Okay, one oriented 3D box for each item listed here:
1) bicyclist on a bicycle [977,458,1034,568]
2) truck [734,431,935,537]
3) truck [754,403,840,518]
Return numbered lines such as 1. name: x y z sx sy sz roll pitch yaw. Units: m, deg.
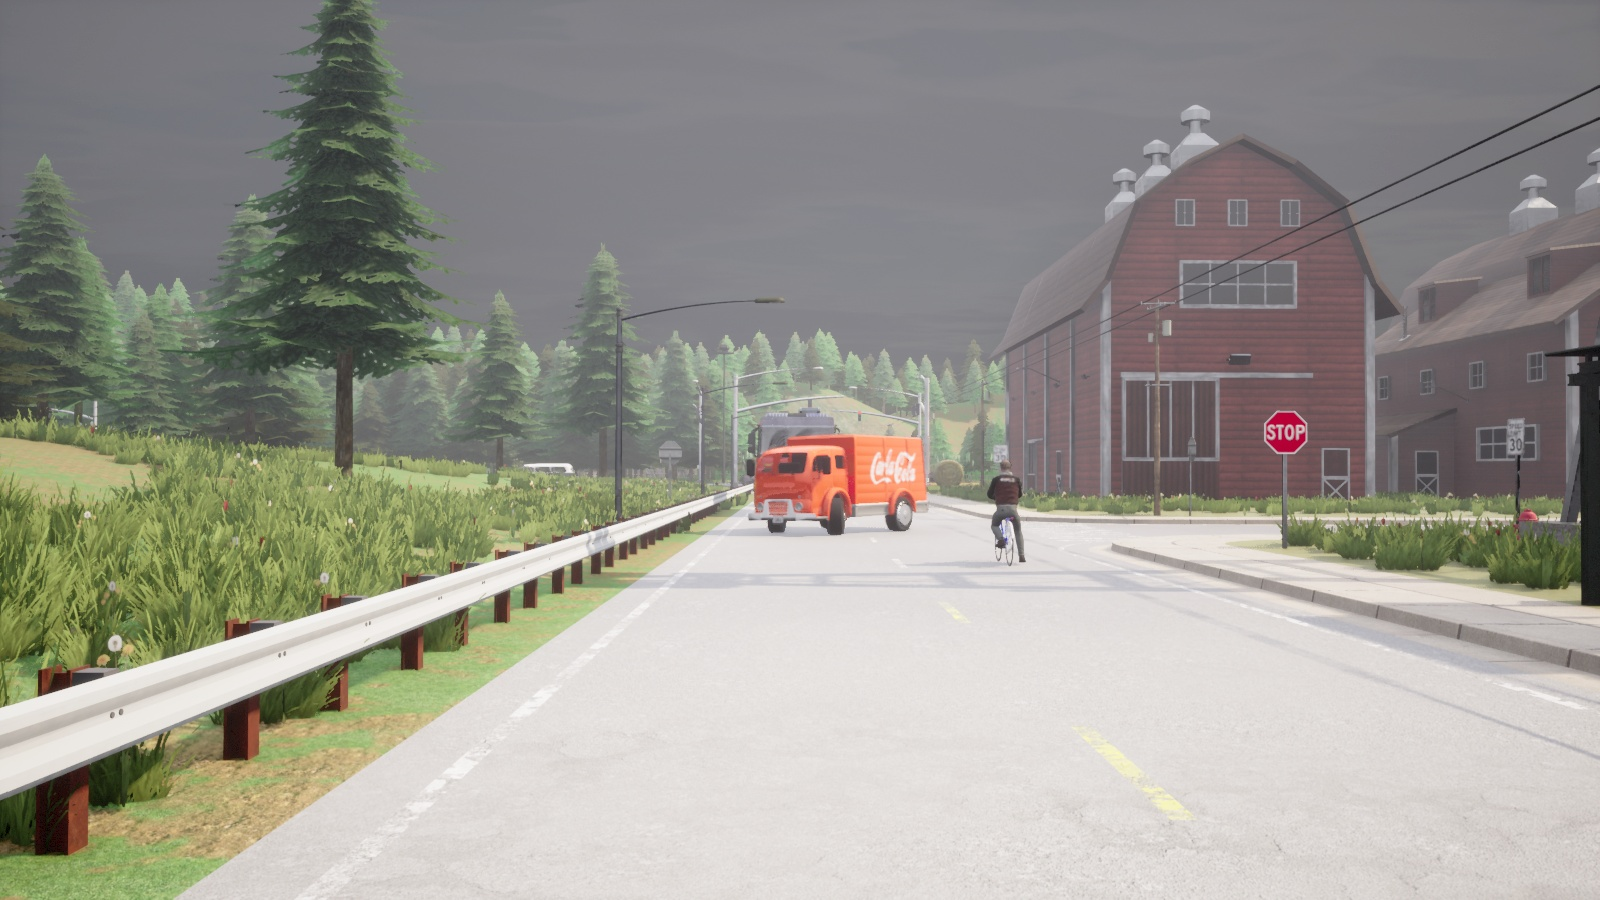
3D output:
1. bicyclist on a bicycle: 3.452 1.027 21.235 0.659 1.776 1.843 0 -1 0
2. truck: 0.986 0.858 32.078 2.627 2.467 5.204 -2 -2 35
3. truck: -0.107 0.427 46.394 2.891 3.827 8.468 0 -1 0
